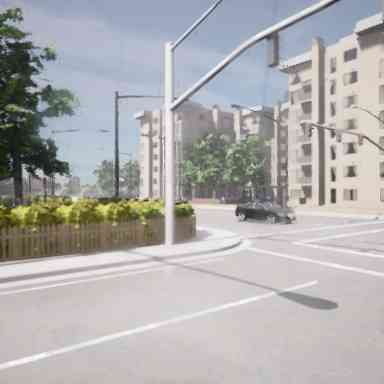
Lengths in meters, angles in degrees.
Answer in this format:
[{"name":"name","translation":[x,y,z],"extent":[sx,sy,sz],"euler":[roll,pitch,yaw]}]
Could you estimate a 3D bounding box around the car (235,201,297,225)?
[{"name":"car","translation":[5.152,1.437,23.742],"extent":[2.128,1.511,4.902],"euler":[0,0,-35]}]
